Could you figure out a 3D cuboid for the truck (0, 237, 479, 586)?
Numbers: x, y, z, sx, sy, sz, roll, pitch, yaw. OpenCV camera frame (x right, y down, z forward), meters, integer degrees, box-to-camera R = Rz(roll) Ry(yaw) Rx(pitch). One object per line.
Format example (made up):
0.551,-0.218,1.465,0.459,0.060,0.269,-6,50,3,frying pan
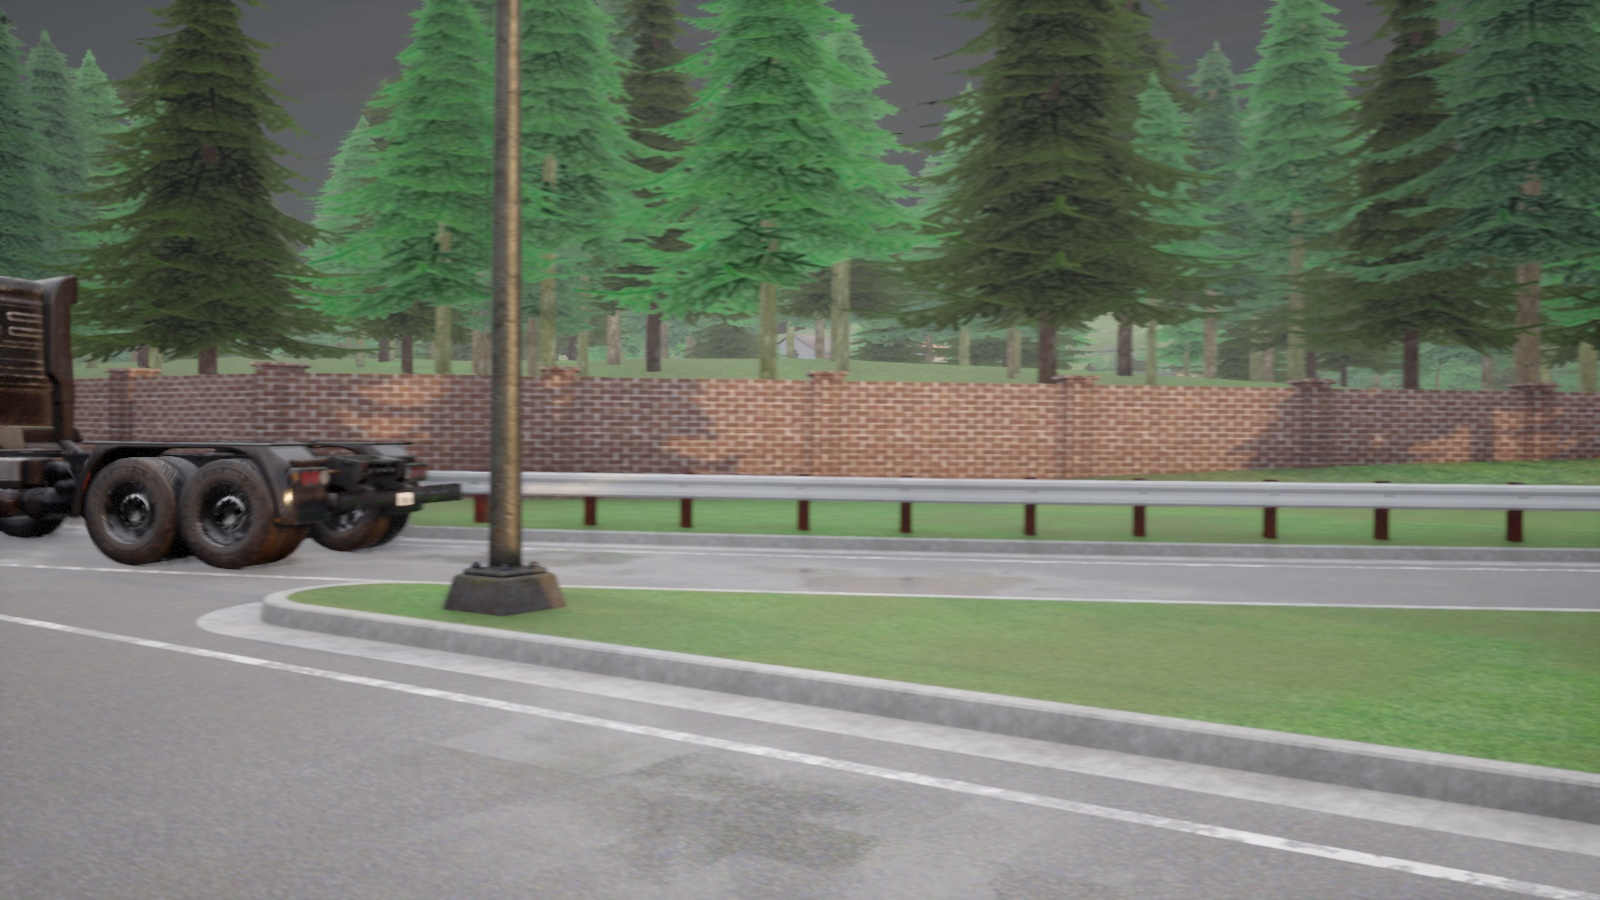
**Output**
-8.122,-0.379,14.811,7.936,3.462,2.891,0,1,14,truck
